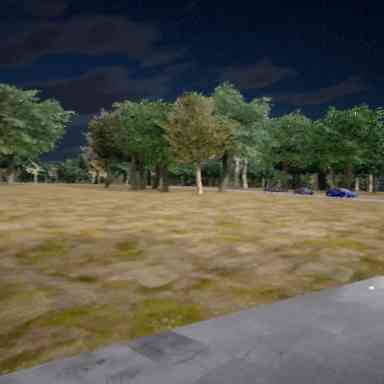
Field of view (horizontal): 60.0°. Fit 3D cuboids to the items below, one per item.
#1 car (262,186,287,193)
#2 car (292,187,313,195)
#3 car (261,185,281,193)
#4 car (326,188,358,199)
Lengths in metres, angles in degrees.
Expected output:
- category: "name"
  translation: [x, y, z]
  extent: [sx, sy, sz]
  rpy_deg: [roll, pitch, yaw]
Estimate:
- category: "car"
  translation: [16.177, -0.696, 64.244]
  extent: [2.033, 1.411, 5.357]
  rpy_deg: [1, 2, -22]
- category: "car"
  translation: [20.477, -0.156, 61.659]
  extent: [1.994, 1.385, 4.181]
  rpy_deg: [1, 2, -21]
- category: "car"
  translation: [16.818, -0.639, 70.769]
  extent: [1.994, 1.385, 4.181]
  rpy_deg: [1, 2, -22]
- category: "car"
  translation: [22.066, 0.185, 49.097]
  extent: [1.882, 1.535, 5.008]
  rpy_deg: [2, 2, -21]
